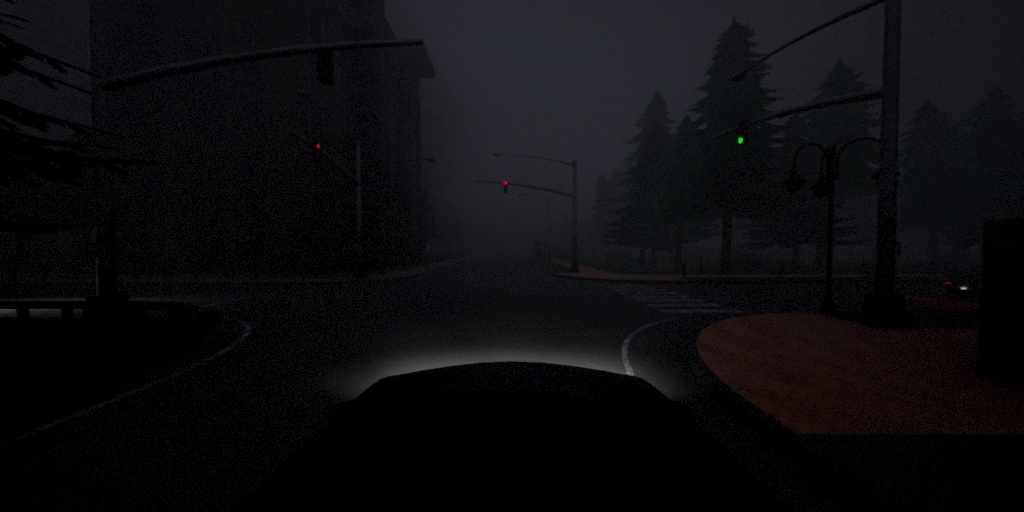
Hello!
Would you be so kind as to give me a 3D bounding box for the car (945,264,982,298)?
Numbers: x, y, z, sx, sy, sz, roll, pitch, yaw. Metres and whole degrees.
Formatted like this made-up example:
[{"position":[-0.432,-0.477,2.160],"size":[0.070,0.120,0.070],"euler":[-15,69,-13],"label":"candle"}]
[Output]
[{"position":[18.934,0.943,13.240],"size":[4.674,1.442,1.812],"euler":[0,2,-1],"label":"car"}]
